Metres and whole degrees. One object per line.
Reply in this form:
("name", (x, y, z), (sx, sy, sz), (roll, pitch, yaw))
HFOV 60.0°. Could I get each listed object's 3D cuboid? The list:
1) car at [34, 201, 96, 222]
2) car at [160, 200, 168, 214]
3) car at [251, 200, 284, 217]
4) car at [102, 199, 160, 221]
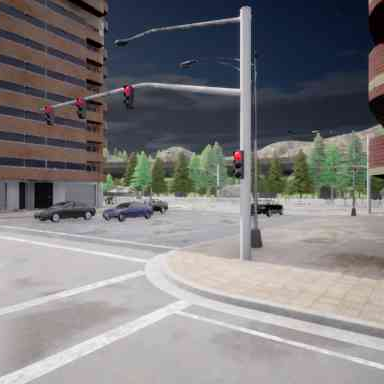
("car", (-9.945, 1.505, 26.345), (1.837, 1.490, 4.892), (0, 0, 36))
("car", (-4.456, 1.491, 33.882), (2.128, 1.511, 4.902), (0, 0, 36))
("car", (7.126, 1.478, 31.740), (1.882, 1.535, 5.008), (0, 0, 36))
("car", (-5.085, 1.526, 27.082), (1.812, 1.442, 4.674), (0, 0, 36))
